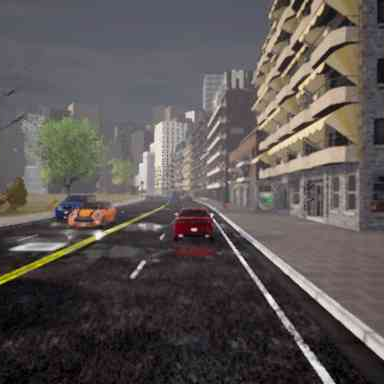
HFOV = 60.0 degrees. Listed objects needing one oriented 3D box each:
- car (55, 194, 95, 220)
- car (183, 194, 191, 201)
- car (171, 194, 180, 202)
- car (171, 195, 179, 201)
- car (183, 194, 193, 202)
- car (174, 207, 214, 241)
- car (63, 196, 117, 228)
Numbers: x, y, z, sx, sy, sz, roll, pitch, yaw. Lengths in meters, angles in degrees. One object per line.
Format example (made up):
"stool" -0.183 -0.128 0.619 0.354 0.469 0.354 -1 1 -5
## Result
"car" -9.547 1.219 28.101 2.150 2.045 5.566 0 0 0
"car" -1.426 1.465 91.673 2.097 1.767 4.553 0 0 -4
"car" -4.007 1.404 81.067 2.150 2.045 5.566 0 0 -3
"car" -4.671 1.611 91.470 2.128 1.511 4.902 0 0 -4
"car" -0.782 1.682 81.580 1.882 1.535 5.008 0 0 -3
"car" 0.116 1.523 17.203 1.882 1.535 5.008 0 0 0
"car" -6.416 1.360 21.957 2.097 1.767 4.553 0 0 1
